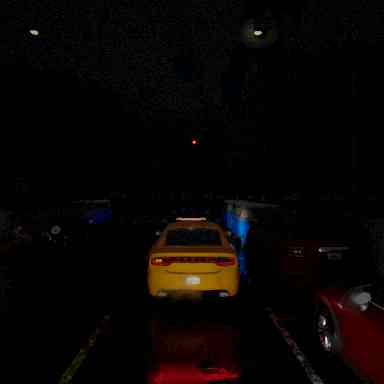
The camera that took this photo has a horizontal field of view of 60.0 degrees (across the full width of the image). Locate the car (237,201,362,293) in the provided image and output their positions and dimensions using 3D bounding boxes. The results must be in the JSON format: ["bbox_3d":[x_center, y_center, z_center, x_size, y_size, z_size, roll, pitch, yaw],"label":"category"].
[{"bbox_3d":[2.716,1.315,8.763,2.192,1.841,5.009,0,0,0],"label":"car"}]

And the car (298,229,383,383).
[{"bbox_3d":[2.746,1.440,3.325,1.967,1.590,4.097,0,0,0],"label":"car"}]

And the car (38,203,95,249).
[{"bbox_3d":[-5.838,1.441,14.154,1.967,1.590,4.097,0,0,0],"label":"car"}]

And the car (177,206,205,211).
[{"bbox_3d":[-0.051,1.493,18.092,2.128,1.511,4.902,0,0,0],"label":"car"}]

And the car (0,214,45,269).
[{"bbox_3d":[-5.808,1.526,8.547,1.752,1.417,4.829,0,0,0],"label":"car"}]

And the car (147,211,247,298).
[{"bbox_3d":[0.038,1.478,8.590,1.882,1.535,5.008,0,0,0],"label":"car"}]

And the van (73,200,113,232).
[{"bbox_3d":[-5.868,1.343,19.592,1.690,1.788,3.998,0,0,0],"label":"van"}]

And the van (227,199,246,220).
[{"bbox_3d":[2.687,1.342,14.200,1.690,1.788,3.998,0,0,0],"label":"van"}]

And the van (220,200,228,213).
[{"bbox_3d":[2.657,1.343,19.638,1.690,1.788,3.998,0,0,0],"label":"van"}]
